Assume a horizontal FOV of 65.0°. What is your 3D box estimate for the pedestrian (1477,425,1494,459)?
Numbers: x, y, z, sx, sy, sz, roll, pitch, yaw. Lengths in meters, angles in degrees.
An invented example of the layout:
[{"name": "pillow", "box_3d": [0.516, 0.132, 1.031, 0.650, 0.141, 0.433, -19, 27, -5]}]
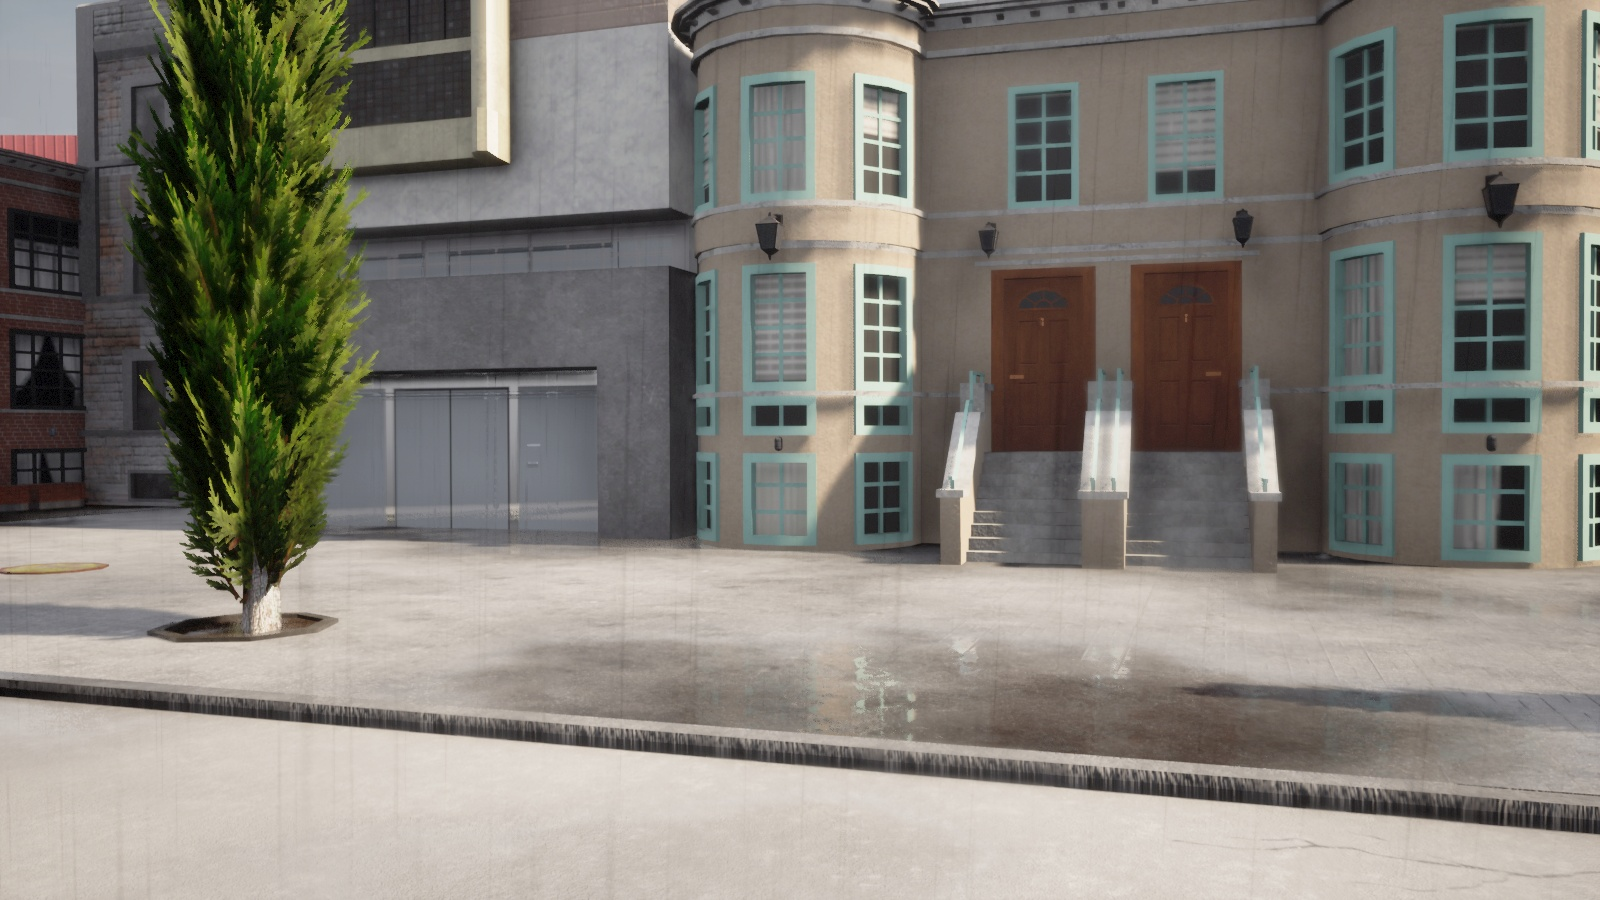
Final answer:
[{"name": "pedestrian", "box_3d": [37.255, -0.422, 68.280, 0.634, 1.844, 0.899, 1, 1, 18]}]
